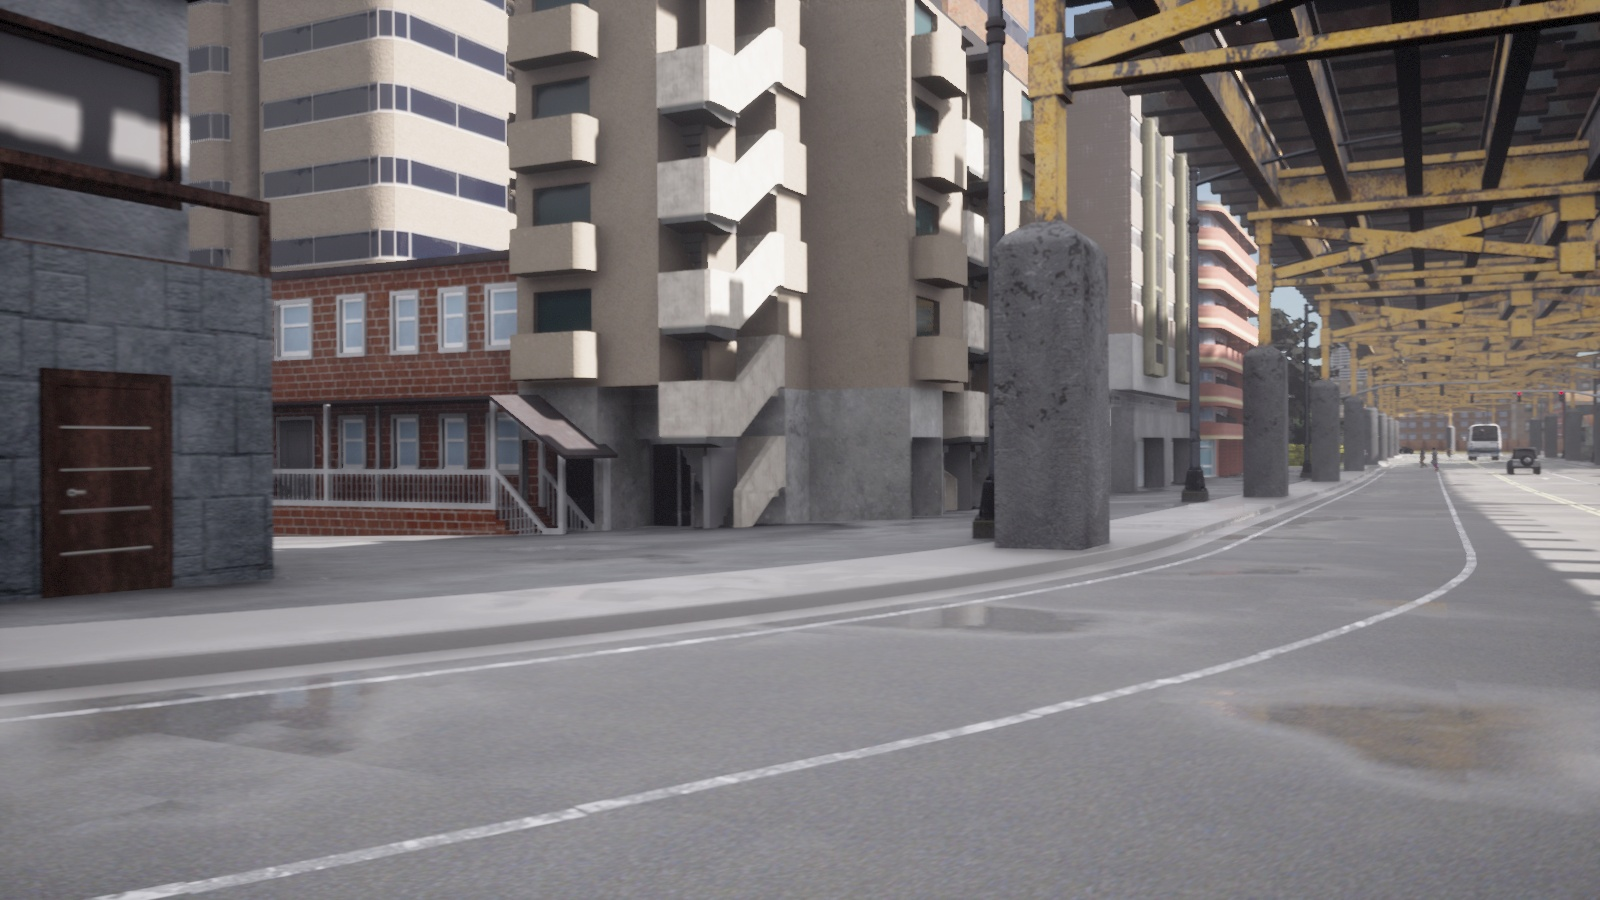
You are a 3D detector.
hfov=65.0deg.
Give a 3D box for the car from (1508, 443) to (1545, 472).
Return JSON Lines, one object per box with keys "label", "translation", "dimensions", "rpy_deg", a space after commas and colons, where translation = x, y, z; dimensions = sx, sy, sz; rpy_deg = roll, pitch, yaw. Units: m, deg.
{"label": "car", "translation": [49.523, 0.495, 85.661], "dimensions": [1.905, 1.878, 3.866], "rpy_deg": [-1, 0, 27]}
